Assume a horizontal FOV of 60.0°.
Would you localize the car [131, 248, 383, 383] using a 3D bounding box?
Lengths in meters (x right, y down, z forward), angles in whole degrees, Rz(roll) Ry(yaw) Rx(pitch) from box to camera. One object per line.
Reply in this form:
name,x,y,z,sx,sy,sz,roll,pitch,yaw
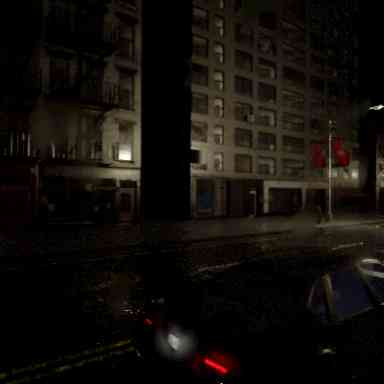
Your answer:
car,1.873,1.565,4.776,5.357,1.411,2.033,0,0,-35
